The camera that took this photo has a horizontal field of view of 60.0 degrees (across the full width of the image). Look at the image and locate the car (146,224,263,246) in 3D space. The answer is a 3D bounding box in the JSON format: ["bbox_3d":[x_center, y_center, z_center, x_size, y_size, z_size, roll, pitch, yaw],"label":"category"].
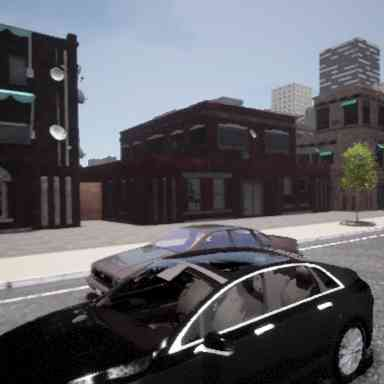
[{"bbox_3d":[0.372,1.505,7.929,5.357,1.411,2.033,-1,0,-36],"label":"car"}]

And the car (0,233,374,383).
[{"bbox_3d":[0.217,1.486,3.827,4.892,1.490,1.837,0,0,-36],"label":"car"}]
